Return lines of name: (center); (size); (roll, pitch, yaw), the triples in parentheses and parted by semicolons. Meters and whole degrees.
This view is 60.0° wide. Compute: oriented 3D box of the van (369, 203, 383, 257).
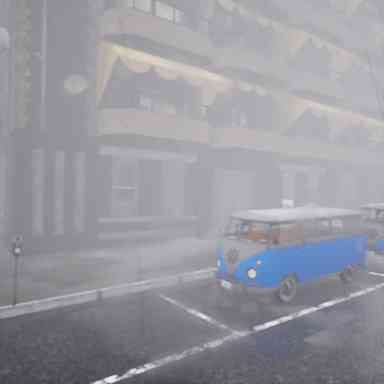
van: (6.919, 1.246, 10.947); (3.998, 1.788, 1.690); (-1, 2, -35)

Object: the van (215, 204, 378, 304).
van: (2.402, 1.287, 7.754); (3.998, 1.788, 1.690); (-1, 2, -35)
